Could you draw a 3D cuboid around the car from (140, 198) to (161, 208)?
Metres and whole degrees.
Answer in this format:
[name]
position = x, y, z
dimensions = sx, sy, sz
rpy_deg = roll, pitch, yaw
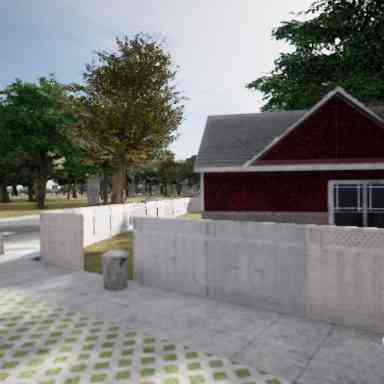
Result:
[car]
position = -5.144, 1.488, 42.860
dimensions = 1.882, 1.535, 5.008
rpy_deg = 0, 0, 12
